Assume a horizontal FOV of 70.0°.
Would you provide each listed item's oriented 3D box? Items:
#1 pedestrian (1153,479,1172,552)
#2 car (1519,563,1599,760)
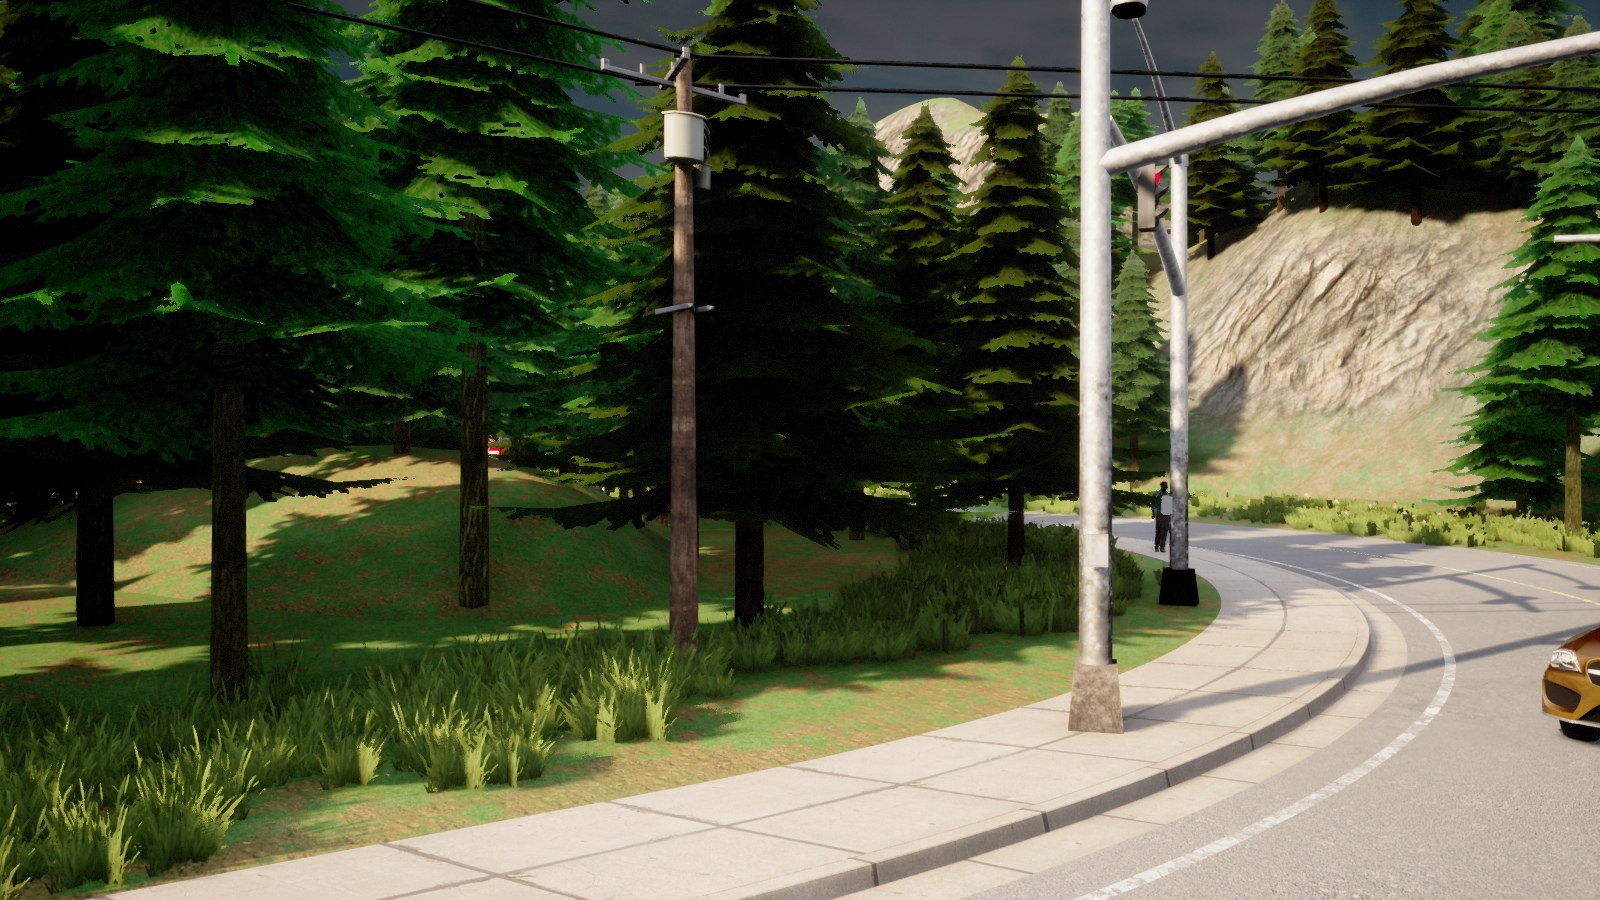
[{"bbox_3d":[9.250,1.669,29.180,0.375,1.860,0.375,0,0,0],"label":"pedestrian"},{"bbox_3d":[9.577,1.970,11.147,5.027,1.651,2.152,0,0,-29],"label":"car"}]
